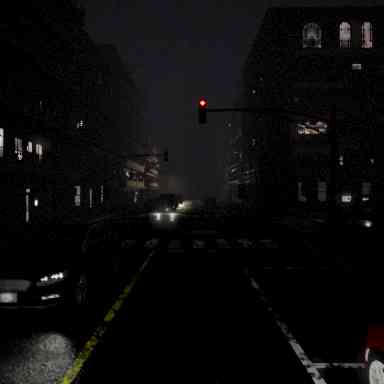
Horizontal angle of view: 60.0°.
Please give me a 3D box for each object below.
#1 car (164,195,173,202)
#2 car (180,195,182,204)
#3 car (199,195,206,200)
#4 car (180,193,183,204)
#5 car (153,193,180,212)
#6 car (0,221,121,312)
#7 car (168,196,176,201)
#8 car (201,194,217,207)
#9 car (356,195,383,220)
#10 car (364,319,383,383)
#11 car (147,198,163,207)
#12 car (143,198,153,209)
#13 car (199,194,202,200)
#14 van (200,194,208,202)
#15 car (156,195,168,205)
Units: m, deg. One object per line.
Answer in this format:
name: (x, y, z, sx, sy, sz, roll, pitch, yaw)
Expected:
car: (-5.481, 1.563, 78.302, 1.752, 1.417, 4.829, -1, 0, 0)
car: (-2.956, 1.561, 50.390, 2.033, 1.411, 5.357, 0, 0, 0)
car: (2.946, 1.602, 95.027, 1.887, 1.381, 4.507, -1, 0, 0)
car: (-2.884, 1.245, 62.856, 2.150, 2.045, 5.566, 0, 0, 0)
car: (-2.989, 1.228, 40.085, 2.150, 2.045, 5.566, 0, 0, 0)
car: (-3.038, 1.492, 7.968, 2.128, 1.511, 4.902, 0, 0, 1)
car: (-5.449, 1.632, 89.528, 1.802, 1.307, 4.206, -1, 0, 0)
car: (2.822, 1.454, 50.804, 1.967, 1.590, 4.097, -1, 0, 0)
car: (14.907, 1.206, 24.758, 5.008, 1.535, 1.882, -1, 0, -1)
car: (2.687, 1.544, 1.805, 1.887, 1.381, 4.507, 0, 0, 0)
car: (-5.557, 1.580, 50.832, 1.947, 1.339, 4.313, 0, 0, 0)
car: (-5.572, 1.561, 45.305, 2.008, 1.369, 4.403, 0, 0, 0)
car: (2.869, 1.578, 67.388, 2.008, 1.369, 4.403, -1, 0, 0)
van: (2.898, 1.379, 78.443, 1.690, 1.788, 3.998, -1, 0, 0)
car: (-5.528, 1.462, 61.888, 1.967, 1.590, 4.097, -1, 0, 0)
